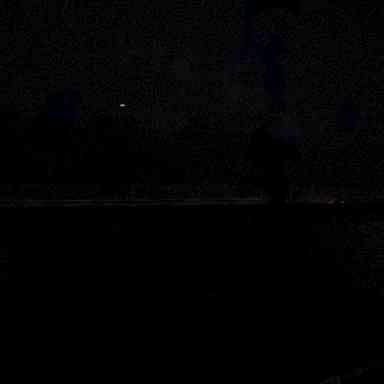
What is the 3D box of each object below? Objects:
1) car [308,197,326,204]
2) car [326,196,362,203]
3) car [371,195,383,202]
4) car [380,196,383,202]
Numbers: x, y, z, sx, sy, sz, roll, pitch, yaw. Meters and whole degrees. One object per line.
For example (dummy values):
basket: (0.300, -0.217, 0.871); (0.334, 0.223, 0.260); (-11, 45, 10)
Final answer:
car: (19.047, 1.490, 48.210); (5.008, 1.535, 1.882); (0, 0, -29)
car: (20.968, 1.376, 45.280); (4.553, 1.767, 2.097); (0, 0, -29)
car: (24.826, 1.533, 43.441); (4.902, 1.511, 2.128); (0, 0, -29)
car: (25.069, 1.550, 39.565); (4.892, 1.490, 1.837); (0, 0, -29)
